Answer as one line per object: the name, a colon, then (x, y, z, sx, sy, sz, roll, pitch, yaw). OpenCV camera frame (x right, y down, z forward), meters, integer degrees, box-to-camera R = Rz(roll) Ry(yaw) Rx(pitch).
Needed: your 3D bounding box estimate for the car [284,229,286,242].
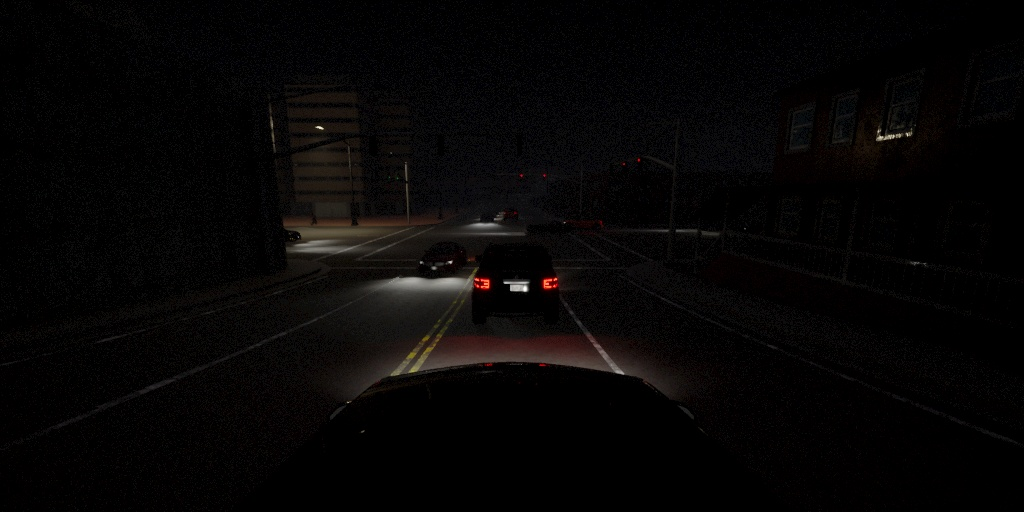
car: (-19.911, -1.232, 26.178, 4.902, 1.511, 2.128, 0, 10, 0)

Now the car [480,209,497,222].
car: (-3.725, -5.881, 54.115, 1.895, 1.301, 4.718, 0, 10, 0)

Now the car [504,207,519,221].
car: (-0.165, -6.741, 56.910, 2.150, 2.045, 5.566, 0, 10, 2)

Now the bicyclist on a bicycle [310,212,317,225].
bicyclist on a bicycle: (-25.376, -4.785, 45.848, 0.582, 1.620, 1.656, 0, 10, 0)

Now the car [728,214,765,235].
car: (25.784, -3.268, 36.649, 5.566, 2.045, 2.150, 0, 10, 0)

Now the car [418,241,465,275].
car: (-3.556, -0.008, 19.054, 1.812, 1.442, 4.674, 0, 8, 2)

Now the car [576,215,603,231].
car: (7.937, -3.822, 40.597, 4.553, 1.767, 2.097, 1, 10, 8)

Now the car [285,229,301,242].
car: (-20.105, -1.806, 29.623, 4.892, 1.490, 1.837, 0, 10, 0)

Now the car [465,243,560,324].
car: (0.063, 0.602, 10.735, 2.150, 2.045, 5.566, 0, 4, -1)

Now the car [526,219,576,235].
car: (3.771, -2.911, 36.732, 4.718, 1.301, 1.895, 0, 10, 0)

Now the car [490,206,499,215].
car: (-3.722, -7.449, 62.862, 1.812, 1.442, 4.674, 0, 10, 0)

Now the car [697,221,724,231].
car: (23.527, -3.490, 40.168, 4.718, 1.301, 1.895, 0, 10, 0)
